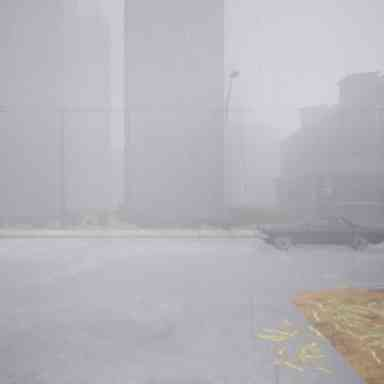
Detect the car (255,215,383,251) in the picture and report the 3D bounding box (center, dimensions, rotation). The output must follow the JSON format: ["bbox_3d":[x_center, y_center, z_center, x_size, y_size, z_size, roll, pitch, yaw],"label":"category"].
[{"bbox_3d":[5.005,1.607,13.506,4.718,1.301,1.895,0,0,0],"label":"car"}]
